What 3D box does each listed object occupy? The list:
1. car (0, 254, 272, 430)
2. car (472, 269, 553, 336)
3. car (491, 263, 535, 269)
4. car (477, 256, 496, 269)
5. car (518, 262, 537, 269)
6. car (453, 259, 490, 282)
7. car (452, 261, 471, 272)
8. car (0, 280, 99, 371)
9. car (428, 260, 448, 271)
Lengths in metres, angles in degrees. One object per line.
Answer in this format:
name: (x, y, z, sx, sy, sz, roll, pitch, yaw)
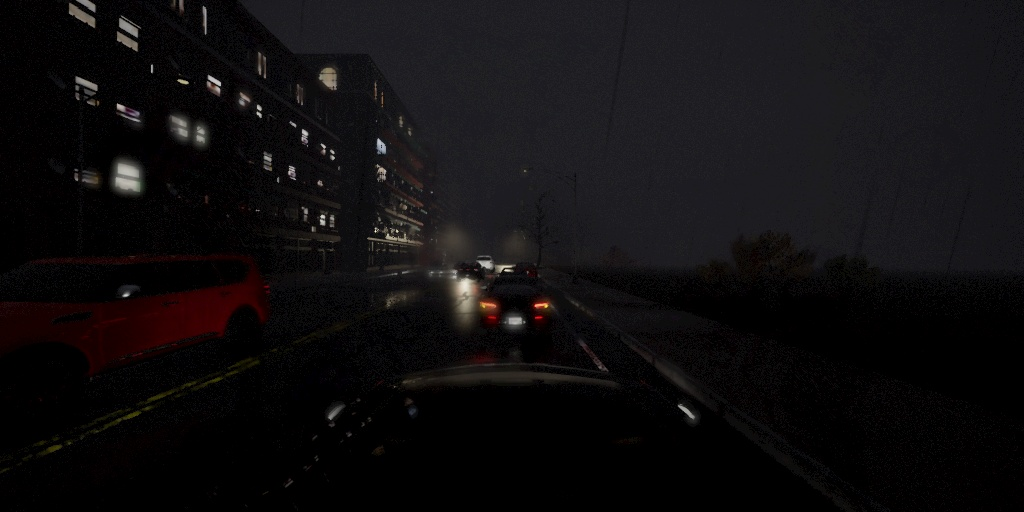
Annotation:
car: (-6.611, 0.972, 5.960, 2.150, 2.045, 5.566, 0, 0, 0)
car: (0.073, 1.277, 10.250, 1.812, 1.442, 4.674, 0, 0, 0)
car: (0.060, 1.317, 20.417, 1.994, 1.385, 4.181, 0, 0, 0)
car: (-3.242, 0.974, 43.918, 2.150, 2.045, 5.566, 0, 0, 0)
car: (1.075, 1.231, 29.945, 1.882, 1.535, 5.008, 0, 0, 0)
car: (-3.213, 1.243, 28.726, 2.128, 1.511, 4.902, 0, 0, 0)
car: (-6.702, 1.353, 48.331, 1.895, 1.301, 4.718, 0, 0, 0)
car: (-9.859, 1.255, 5.316, 1.837, 1.490, 4.892, 0, 0, 0)
car: (-9.953, 1.300, 48.804, 2.033, 1.411, 5.357, 0, 0, 0)
